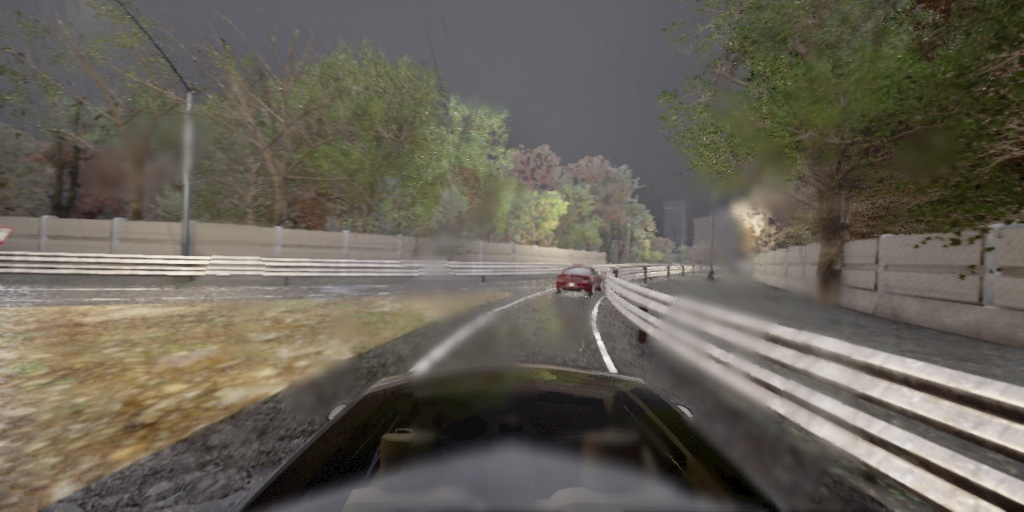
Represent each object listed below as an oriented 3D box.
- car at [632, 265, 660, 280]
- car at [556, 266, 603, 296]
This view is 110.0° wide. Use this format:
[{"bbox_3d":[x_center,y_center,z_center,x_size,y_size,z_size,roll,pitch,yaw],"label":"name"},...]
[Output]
[{"bbox_3d":[14.040,1.676,37.474,1.994,1.385,4.181,2,0,34],"label":"car"},{"bbox_3d":[3.893,1.292,20.200,1.882,1.535,5.008,2,0,22],"label":"car"}]
